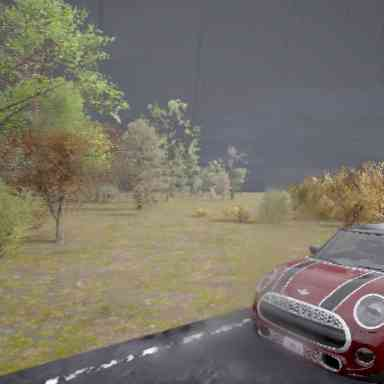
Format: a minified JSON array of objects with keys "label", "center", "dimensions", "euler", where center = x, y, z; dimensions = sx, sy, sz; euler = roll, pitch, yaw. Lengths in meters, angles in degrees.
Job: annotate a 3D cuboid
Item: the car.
[{"label":"car","center":[3.144,1.346,5.463],"dimensions":[4.553,1.767,2.097],"euler":[0,0,-34]}]
